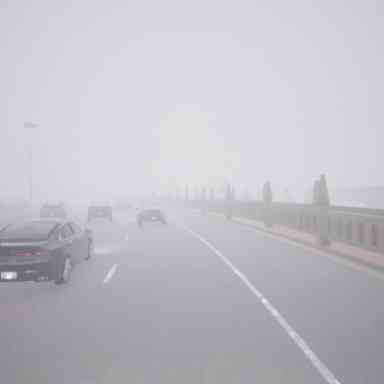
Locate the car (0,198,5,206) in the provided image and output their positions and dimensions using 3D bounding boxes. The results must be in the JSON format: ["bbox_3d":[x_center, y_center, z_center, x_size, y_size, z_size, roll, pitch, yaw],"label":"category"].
[{"bbox_3d":[-27.334,1.567,46.611,1.812,1.442,4.674,0,0,-31],"label":"car"}]

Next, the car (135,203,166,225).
[{"bbox_3d":[-2.989,1.500,23.689,1.812,1.442,4.674,0,0,-13],"label":"car"}]

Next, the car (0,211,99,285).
[{"bbox_3d":[-4.089,1.507,9.416,1.837,1.490,4.892,0,0,-6],"label":"car"}]

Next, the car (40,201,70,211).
[{"bbox_3d":[-11.113,1.495,27.048,2.128,1.511,4.902,0,0,-16],"label":"car"}]

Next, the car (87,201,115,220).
[{"bbox_3d":[-7.620,1.466,27.536,1.882,1.535,5.008,0,0,-16],"label":"car"}]

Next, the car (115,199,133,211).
[{"bbox_3d":[-8.602,1.535,40.740,1.994,1.385,4.181,0,0,-23],"label":"car"}]
